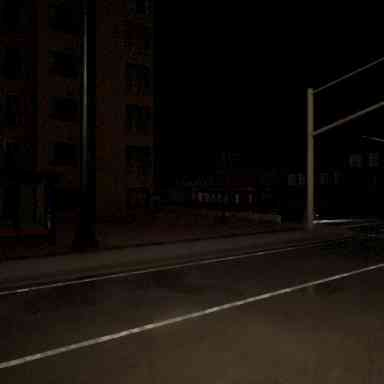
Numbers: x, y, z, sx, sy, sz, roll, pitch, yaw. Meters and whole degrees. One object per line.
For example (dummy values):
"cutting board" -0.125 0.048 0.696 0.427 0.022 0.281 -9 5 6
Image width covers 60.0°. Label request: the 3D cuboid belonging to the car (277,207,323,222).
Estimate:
"car" 9.800 2.025 30.700 1.994 1.385 4.181 0 -4 -36
